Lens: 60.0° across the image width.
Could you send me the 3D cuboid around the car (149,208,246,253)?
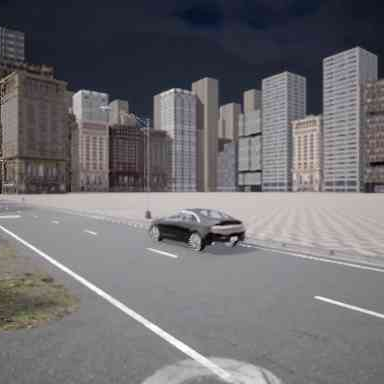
[{"bbox_3d":[0.017,1.414,13.544,2.128,1.511,4.902,0,0,-36],"label":"car"}]
